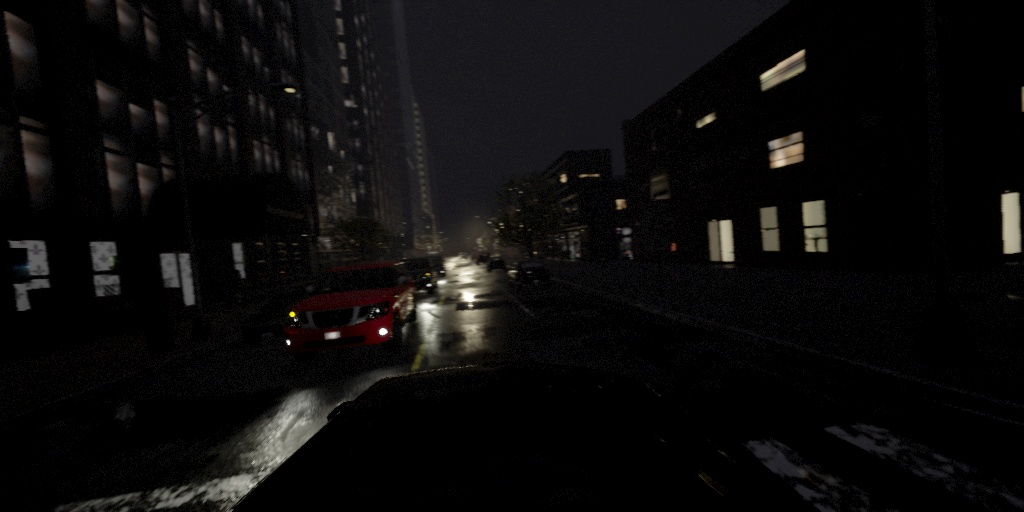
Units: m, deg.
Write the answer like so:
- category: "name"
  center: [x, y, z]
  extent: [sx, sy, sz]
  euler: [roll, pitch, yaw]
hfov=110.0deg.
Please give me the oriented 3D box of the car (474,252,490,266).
- category: "car"
  center: [-3.925, 0.357, 51.401]
  extent: [2.192, 1.841, 5.009]
  euler: [0, 0, -8]

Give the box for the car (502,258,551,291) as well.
- category: "car"
  center: [0.856, 0.895, 18.541]
  extent: [2.007, 1.370, 4.403]
  euler: [0, 0, -8]

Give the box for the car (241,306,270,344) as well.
- category: "car"
  center: [-6.888, 1.761, 11.871]
  extent: [1.948, 1.339, 4.313]
  euler: [0, 0, -8]

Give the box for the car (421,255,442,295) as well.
- category: "car"
  center: [-5.461, 1.092, 20.435]
  extent: [2.150, 2.045, 5.566]
  euler: [-5, 1, -8]

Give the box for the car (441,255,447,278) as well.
- category: "car"
  center: [-7.173, 0.974, 32.692]
  extent: [2.150, 2.045, 5.566]
  euler: [-5, 1, -8]

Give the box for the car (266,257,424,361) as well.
- category: "car"
  center: [-3.958, 1.193, 9.815]
  extent: [2.150, 2.045, 5.566]
  euler: [-5, 1, -8]

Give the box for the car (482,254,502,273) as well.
- category: "car"
  center: [-1.483, 0.756, 34.236]
  extent: [2.007, 1.370, 4.403]
  euler: [0, 0, -8]
